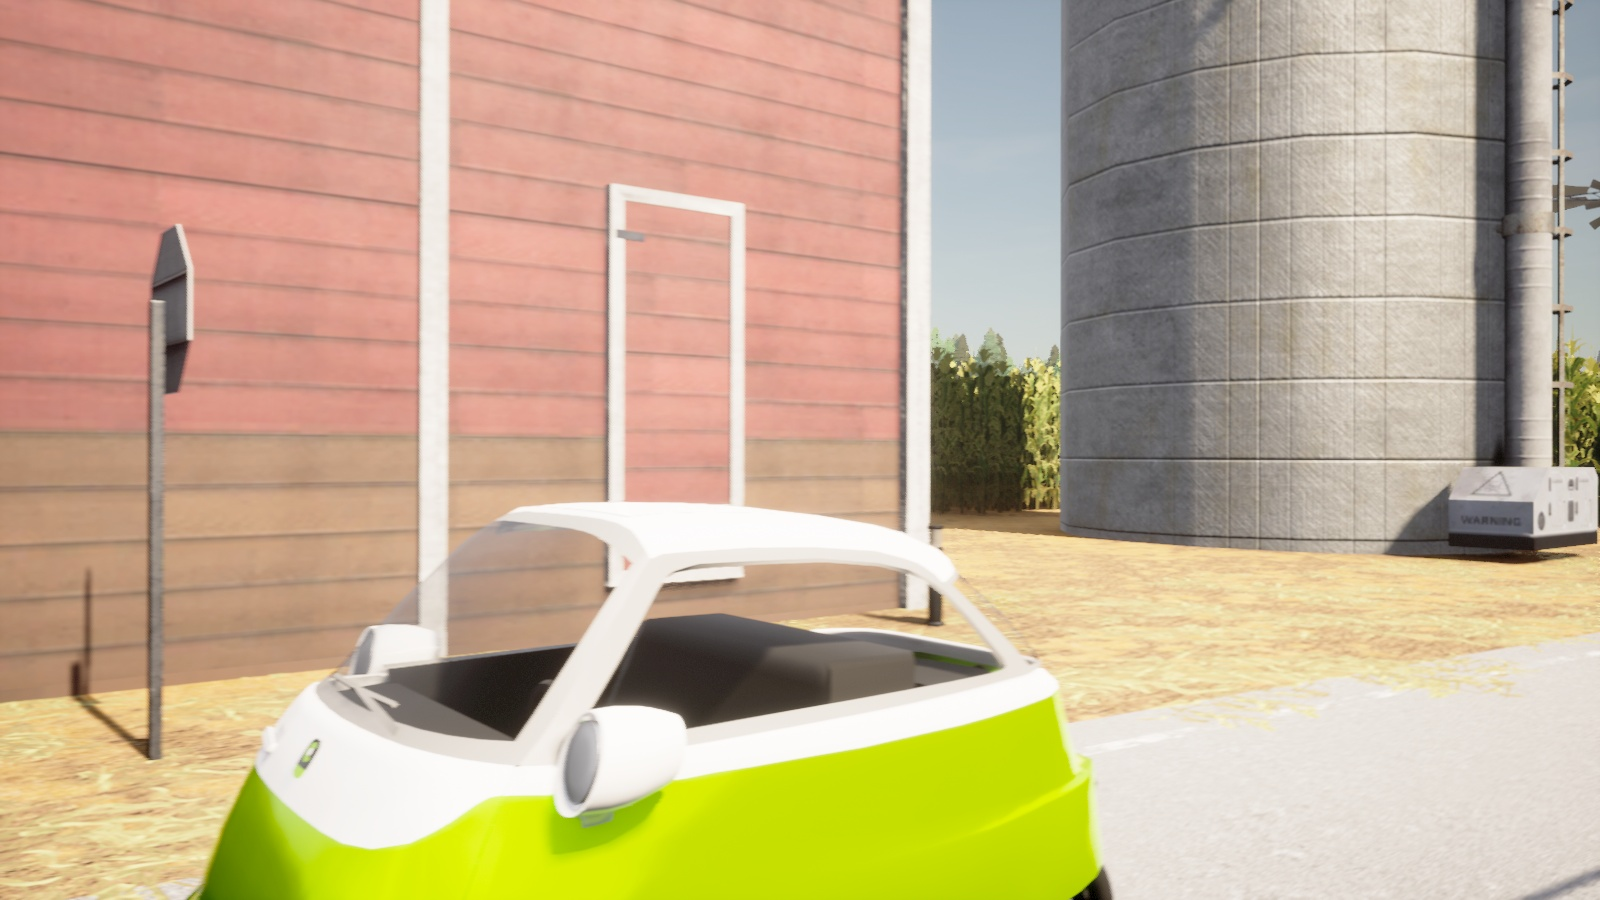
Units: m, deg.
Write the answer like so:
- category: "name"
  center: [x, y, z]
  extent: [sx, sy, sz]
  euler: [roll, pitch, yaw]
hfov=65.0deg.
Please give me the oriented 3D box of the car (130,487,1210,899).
- category: "car"
  center: [-0.306, 0.808, 3.098]
  extent: [2.207, 1.376, 1.481]
  euler: [0, 0, -35]
